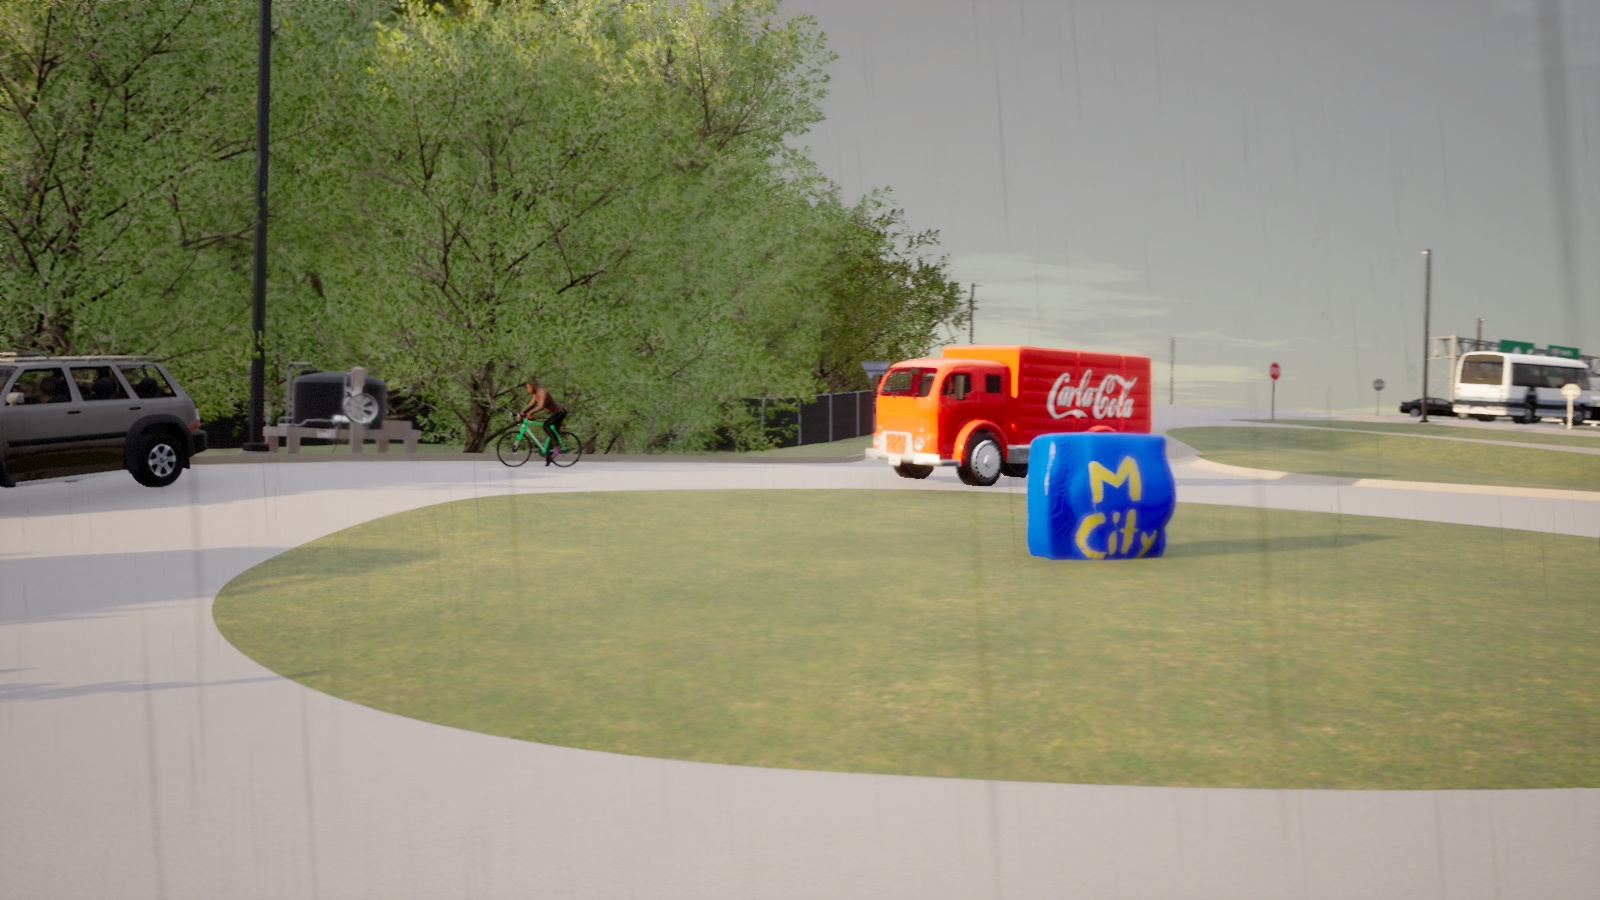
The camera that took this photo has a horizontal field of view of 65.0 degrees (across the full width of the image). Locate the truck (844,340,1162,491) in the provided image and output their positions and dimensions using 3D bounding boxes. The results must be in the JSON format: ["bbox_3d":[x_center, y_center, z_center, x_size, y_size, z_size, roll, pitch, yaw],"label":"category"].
[{"bbox_3d":[3.752,-0.621,22.985,5.204,2.467,2.627,1,3,-33],"label":"truck"}]

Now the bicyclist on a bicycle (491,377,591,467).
[{"bbox_3d":[-4.783,-0.506,23.221,1.656,1.620,0.582,1,2,-31],"label":"bicyclist on a bicycle"}]

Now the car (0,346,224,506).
[{"bbox_3d":[-10.039,-0.389,16.256,1.932,1.855,4.605,3,6,21],"label":"car"}]

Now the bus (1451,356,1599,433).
[{"bbox_3d":[45.741,-3.440,78.347,10.273,4.253,3.944,1,5,-31],"label":"bus"}]
